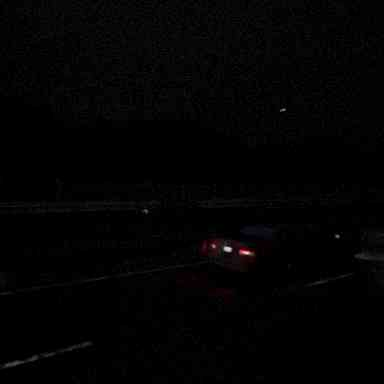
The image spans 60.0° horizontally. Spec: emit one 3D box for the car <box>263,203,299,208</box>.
[{"bbox_3d":[6.799,1.542,25.774,5.357,1.411,2.033,0,0,-34],"label":"car"}]

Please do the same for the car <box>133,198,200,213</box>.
[{"bbox_3d":[-2.045,1.340,23.915,4.553,1.767,2.097,0,0,-35],"label":"car"}]

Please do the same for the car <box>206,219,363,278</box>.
[{"bbox_3d":[2.974,1.539,10.108,5.357,1.411,2.033,0,0,-35],"label":"car"}]

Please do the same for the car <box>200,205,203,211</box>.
[{"bbox_3d":[-1.339,1.339,28.665,4.553,1.767,2.097,0,0,-35],"label":"car"}]
